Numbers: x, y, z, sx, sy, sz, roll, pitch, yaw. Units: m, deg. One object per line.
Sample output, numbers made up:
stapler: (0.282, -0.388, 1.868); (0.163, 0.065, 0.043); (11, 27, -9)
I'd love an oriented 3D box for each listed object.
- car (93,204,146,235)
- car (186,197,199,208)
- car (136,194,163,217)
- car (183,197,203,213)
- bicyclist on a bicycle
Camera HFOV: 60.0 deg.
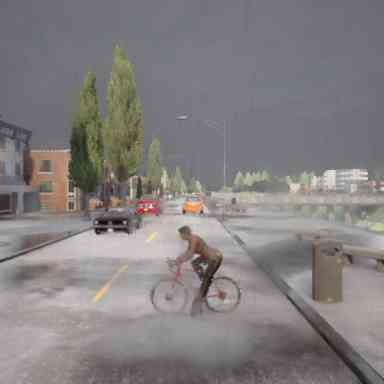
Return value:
car: (-4.040, 1.599, 18.736); (1.895, 1.301, 4.718); (0, 0, 1)
car: (0.110, 1.522, 48.185); (1.812, 1.442, 4.674); (0, 0, 0)
car: (-4.007, 1.219, 31.933); (2.150, 2.045, 5.566); (0, 0, 1)
car: (0.110, 1.349, 36.849); (2.097, 1.767, 4.553); (0, 0, 0)
bicyclist on a bicycle: (0.053, 1.440, 6.073); (1.656, 1.620, 0.582); (-2, 0, 0)
